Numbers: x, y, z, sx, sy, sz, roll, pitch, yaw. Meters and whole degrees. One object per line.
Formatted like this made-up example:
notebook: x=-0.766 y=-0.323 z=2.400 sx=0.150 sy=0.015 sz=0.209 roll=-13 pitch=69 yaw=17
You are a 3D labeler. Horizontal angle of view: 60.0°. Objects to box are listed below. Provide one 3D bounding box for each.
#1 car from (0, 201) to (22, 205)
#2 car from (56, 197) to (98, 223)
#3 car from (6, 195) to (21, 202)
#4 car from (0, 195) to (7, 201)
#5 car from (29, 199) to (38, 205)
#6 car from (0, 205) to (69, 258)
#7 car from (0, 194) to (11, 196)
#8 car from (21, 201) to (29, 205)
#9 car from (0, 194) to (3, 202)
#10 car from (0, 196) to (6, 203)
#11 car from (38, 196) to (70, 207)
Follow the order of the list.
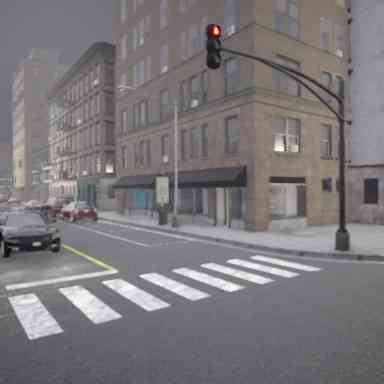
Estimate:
car: x=-12.241 y=1.534 z=21.105 sx=1.837 sy=1.490 sz=4.892 roll=0 pitch=0 yaw=-35
car: x=-8.794 y=1.435 z=25.726 sx=1.967 sy=1.590 sz=4.097 roll=0 pitch=0 yaw=-35
car: x=-28.497 y=1.585 z=53.400 sx=2.008 sy=1.369 sz=4.403 roll=0 pitch=0 yaw=-35
car: x=-17.833 y=1.392 z=28.981 sx=2.097 sy=1.767 sz=4.553 roll=0 pitch=0 yaw=-35
car: x=-15.361 y=1.574 z=34.951 sx=1.947 sy=1.339 sz=4.313 roll=0 pitch=0 yaw=-35
car: x=-6.696 y=1.496 z=13.322 sx=1.882 sy=1.535 sz=5.008 roll=0 pitch=0 yaw=-35
car: x=-35.066 y=1.363 z=62.623 sx=2.192 sy=1.841 sz=5.009 roll=0 pitch=0 yaw=-35
car: x=-18.744 y=1.540 z=39.701 sx=1.752 sy=1.417 sz=4.829 roll=0 pitch=0 yaw=-35
car: x=-44.918 y=1.385 z=76.461 sx=2.192 sy=1.841 sz=5.009 roll=0 pitch=0 yaw=-35
car: x=-41.633 y=1.628 z=71.849 sx=1.947 sy=1.339 sz=4.313 roll=0 pitch=0 yaw=-35
car: x=-12.079 y=1.316 z=30.338 sx=2.192 sy=1.841 sz=5.009 roll=0 pitch=0 yaw=-35
